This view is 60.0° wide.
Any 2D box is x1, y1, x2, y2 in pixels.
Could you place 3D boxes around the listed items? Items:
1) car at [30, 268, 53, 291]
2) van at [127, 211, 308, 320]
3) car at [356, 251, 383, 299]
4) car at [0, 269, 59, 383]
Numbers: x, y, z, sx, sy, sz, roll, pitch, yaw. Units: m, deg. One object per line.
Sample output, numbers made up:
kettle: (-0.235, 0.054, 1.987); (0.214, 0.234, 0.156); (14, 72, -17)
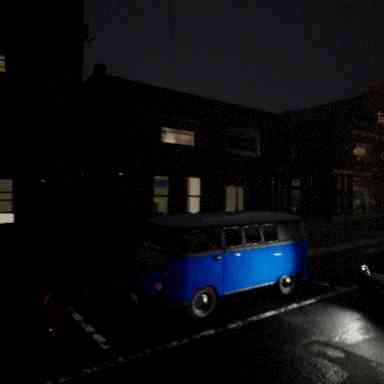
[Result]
car: (-3.930, 1.547, 3.741); (4.507, 1.381, 1.887); (0, 1, -35)
van: (0.703, 1.336, 7.040); (3.998, 1.788, 1.690); (0, 1, -35)
car: (5.530, 1.515, 7.308); (4.674, 1.442, 1.812); (0, 0, -35)
car: (-3.113, 1.508, 1.146); (4.892, 1.490, 1.837); (0, 0, -35)
